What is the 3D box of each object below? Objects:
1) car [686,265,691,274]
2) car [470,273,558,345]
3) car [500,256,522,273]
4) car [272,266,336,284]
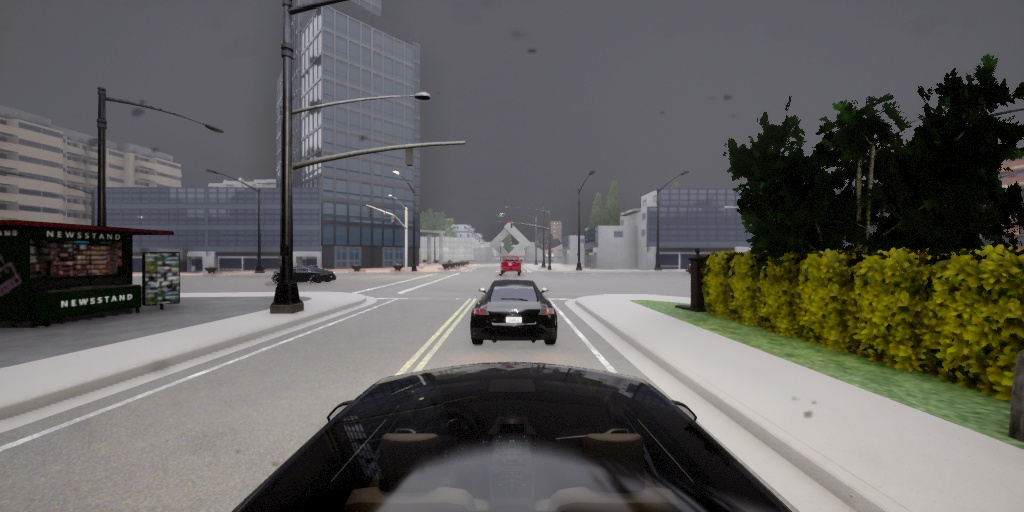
[{"bbox_3d":[21.195,1.177,38.302,5.008,1.535,1.882,0,0,-1],"label":"car"},{"bbox_3d":[0.044,1.314,9.553,1.994,1.385,4.181,0,0,0],"label":"car"},{"bbox_3d":[-0.129,0.986,39.176,2.150,2.045,5.566,0,0,1],"label":"car"},{"bbox_3d":[-15.686,1.413,27.144,4.181,1.385,1.994,-1,0,-1],"label":"car"}]
